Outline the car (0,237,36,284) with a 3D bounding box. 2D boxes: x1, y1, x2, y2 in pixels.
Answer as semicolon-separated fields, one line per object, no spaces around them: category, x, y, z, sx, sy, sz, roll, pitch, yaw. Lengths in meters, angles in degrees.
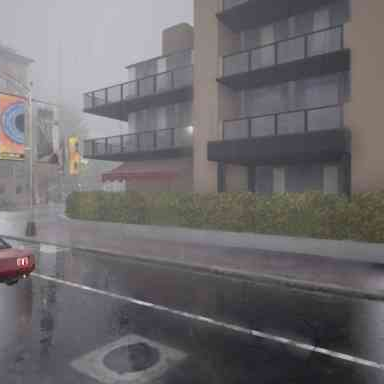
car;-5.991;1.599;8.255;4.718;1.301;1.895;0;0;35
